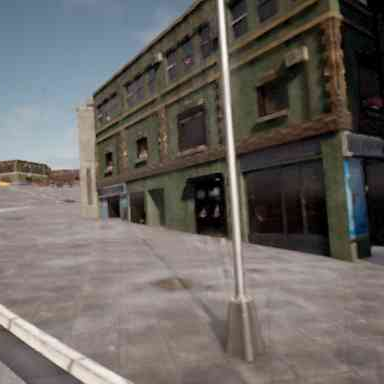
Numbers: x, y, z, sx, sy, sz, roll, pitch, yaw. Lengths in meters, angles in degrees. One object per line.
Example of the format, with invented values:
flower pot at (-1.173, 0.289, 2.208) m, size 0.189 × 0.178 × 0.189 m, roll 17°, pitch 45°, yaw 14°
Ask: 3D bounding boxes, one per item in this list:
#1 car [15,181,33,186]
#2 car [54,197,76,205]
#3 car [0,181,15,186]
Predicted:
car at (-42.683, -1.816, 82.485) m, size 2.185 × 1.767 × 4.553 m, roll -5°, pitch -3°, yaw 22°
car at (-24.620, 1.787, 64.516) m, size 2.128 × 1.511 × 4.902 m, roll -4°, pitch -1°, yaw 15°
car at (-44.780, -1.821, 77.373) m, size 2.097 × 1.535 × 5.008 m, roll -5°, pitch -3°, yaw 23°
